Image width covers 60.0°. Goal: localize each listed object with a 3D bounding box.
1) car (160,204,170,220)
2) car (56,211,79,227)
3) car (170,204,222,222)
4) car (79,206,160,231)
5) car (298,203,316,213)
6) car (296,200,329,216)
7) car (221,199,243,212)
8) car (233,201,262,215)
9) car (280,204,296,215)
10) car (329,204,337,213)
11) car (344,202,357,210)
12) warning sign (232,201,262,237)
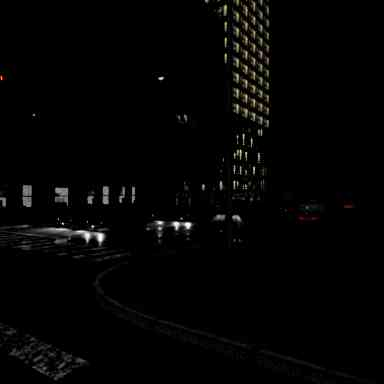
[{"bbox_3d":[-2.414,2.002,33.579,1.837,1.490,4.892,0,-1,33],"label":"car"},{"bbox_3d":[-7.597,1.873,25.500,2.033,1.411,5.357,0,-1,33],"label":"car"},{"bbox_3d":[0.497,2.054,32.101,2.033,1.411,5.357,0,-1,33],"label":"car"},{"bbox_3d":[-4.940,1.874,23.622,2.033,1.411,5.357,0,-1,33],"label":"car"},{"bbox_3d":[19.019,2.554,54.785,1.812,1.442,4.674,0,-1,33],"label":"car"},{"bbox_3d":[16.032,2.065,44.041,2.150,2.045,5.566,0,-1,35],"label":"car"},{"bbox_3d":[5.402,1.979,45.732,2.150,2.045,5.566,0,-1,33],"label":"car"},{"bbox_3d":[7.556,2.228,43.090,2.128,1.511,4.902,0,0,32],"label":"car"},{"bbox_3d":[13.730,2.418,46.440,1.994,1.385,4.181,0,-1,33],"label":"car"},{"bbox_3d":[21.755,2.596,53.030,1.994,1.385,4.181,0,-1,33],"label":"car"},{"bbox_3d":[31.303,2.789,65.816,1.882,1.535,5.008,0,-1,33],"label":"car"},{"bbox_3d":[3.068,1.454,18.571,1.300,1.860,1.060,1,1,33],"label":"warning sign"}]
